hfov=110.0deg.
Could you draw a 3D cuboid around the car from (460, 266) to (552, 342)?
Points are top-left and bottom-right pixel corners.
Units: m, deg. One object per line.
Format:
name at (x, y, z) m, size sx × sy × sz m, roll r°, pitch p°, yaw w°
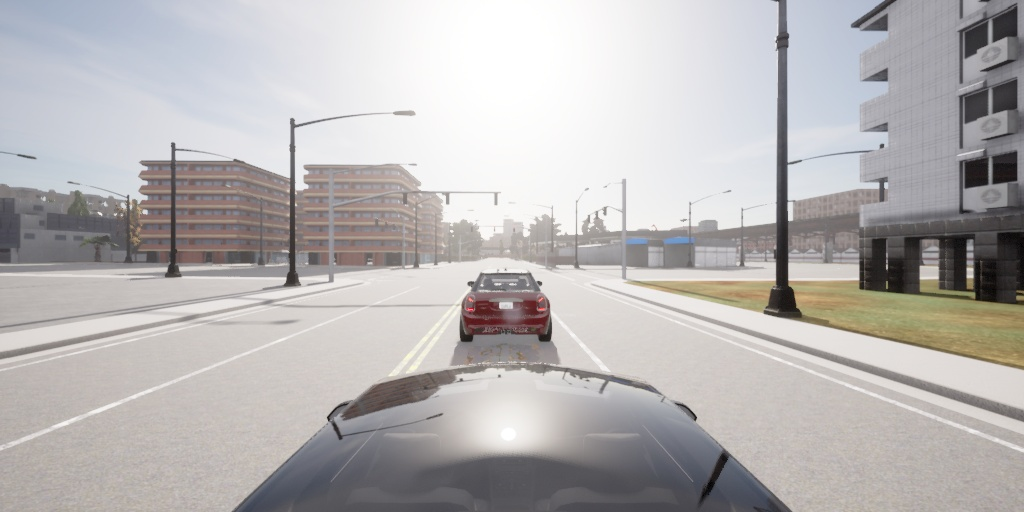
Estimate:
car at (-0.190, 1.101, 9.946) m, size 2.097 × 1.767 × 4.553 m, roll 0°, pitch 0°, yaw -2°
